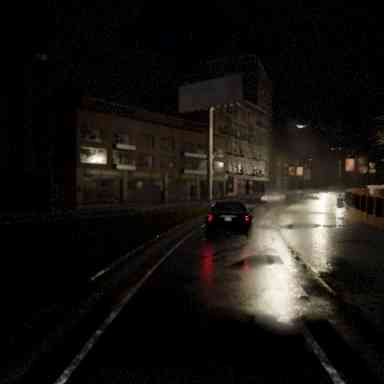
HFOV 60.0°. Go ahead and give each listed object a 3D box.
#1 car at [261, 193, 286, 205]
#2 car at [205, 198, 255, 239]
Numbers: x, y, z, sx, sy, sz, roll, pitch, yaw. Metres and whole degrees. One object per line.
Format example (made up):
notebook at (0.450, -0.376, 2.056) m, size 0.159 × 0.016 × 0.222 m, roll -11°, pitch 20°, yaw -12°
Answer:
car at (9.392, 0.758, 38.072) m, size 1.895 × 1.301 × 4.718 m, roll 0°, pitch 2°, yaw 27°
car at (1.956, 1.147, 16.321) m, size 2.097 × 1.767 × 4.553 m, roll 0°, pitch 1°, yaw 11°
